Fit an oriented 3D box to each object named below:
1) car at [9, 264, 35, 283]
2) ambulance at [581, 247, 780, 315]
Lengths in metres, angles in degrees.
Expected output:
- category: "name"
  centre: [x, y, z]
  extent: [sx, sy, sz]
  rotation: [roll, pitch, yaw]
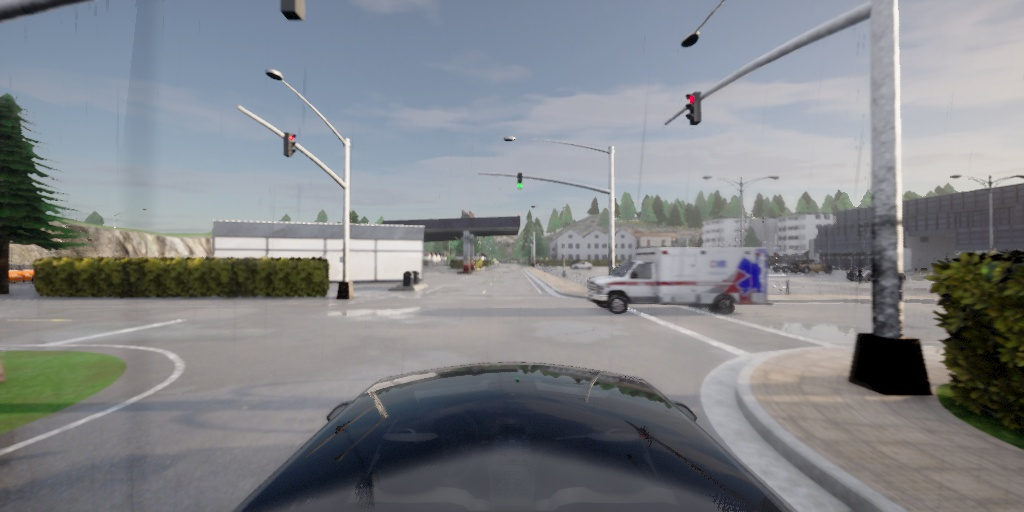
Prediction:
- category: "car"
  centre: [-41.015, 1.430, 28.822]
  extent: [2.097, 1.767, 4.553]
  rotation: [0, -1, -4]
- category: "ambulance"
  centre: [6.213, 0.921, 13.871]
  extent: [6.366, 2.431, 2.351]
  rotation: [0, -1, -1]
